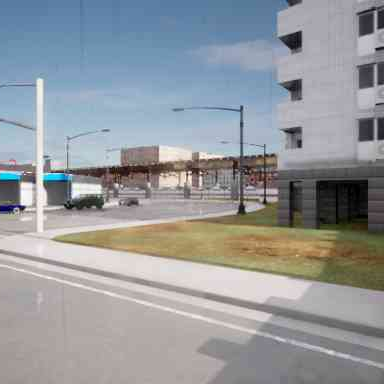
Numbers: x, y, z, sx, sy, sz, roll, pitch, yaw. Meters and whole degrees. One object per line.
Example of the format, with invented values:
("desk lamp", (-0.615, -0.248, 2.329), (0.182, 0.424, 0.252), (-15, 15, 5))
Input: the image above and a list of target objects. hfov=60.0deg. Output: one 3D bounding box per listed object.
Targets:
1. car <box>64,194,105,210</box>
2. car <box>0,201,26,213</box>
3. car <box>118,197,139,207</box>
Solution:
("car", (-13.738, 1.221, 42.787), (2.150, 2.045, 5.566), (0, 0, 28))
("car", (-19.701, 1.601, 33.931), (1.895, 1.301, 4.718), (0, 0, 37))
("car", (-10.005, 1.490, 52.725), (2.128, 1.511, 4.902), (0, 0, 13))
